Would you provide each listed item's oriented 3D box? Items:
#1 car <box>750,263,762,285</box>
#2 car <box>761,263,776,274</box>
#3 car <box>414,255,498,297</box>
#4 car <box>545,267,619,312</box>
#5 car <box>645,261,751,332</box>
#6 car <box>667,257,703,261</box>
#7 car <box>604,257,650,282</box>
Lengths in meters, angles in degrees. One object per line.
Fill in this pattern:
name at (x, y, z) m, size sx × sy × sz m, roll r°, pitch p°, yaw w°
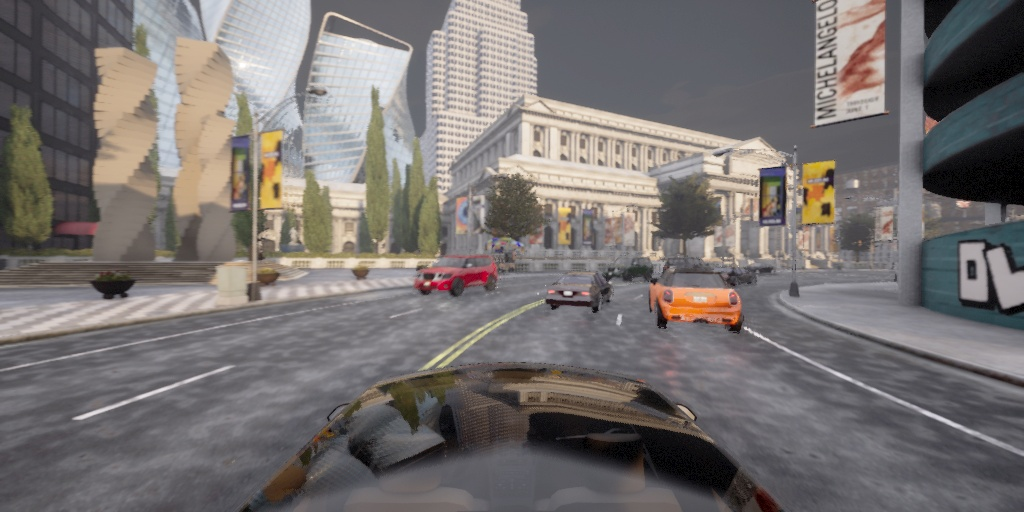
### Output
car at (16.527, 1.488, 27.057) m, size 5.357 × 1.411 × 2.033 m, roll 1°, pitch 0°, yaw -38°
car at (32.124, 1.617, 46.796) m, size 5.008 × 1.535 × 1.882 m, roll 1°, pitch 0°, yaw -24°
car at (-2.771, 0.952, 19.237) m, size 2.150 × 2.045 × 5.566 m, roll 0°, pitch 0°, yaw 26°
car at (2.890, 1.336, 14.590) m, size 2.033 × 1.411 × 5.357 m, roll 1°, pitch 0°, yaw 23°
car at (5.613, 1.167, 11.495) m, size 2.097 × 1.767 × 4.553 m, roll 1°, pitch 0°, yaw 18°
car at (14.965, 1.147, 30.167) m, size 5.566 × 2.045 × 2.150 m, roll 1°, pitch 0°, yaw -37°
car at (10.006, 1.095, 30.783) m, size 5.566 × 2.045 × 2.150 m, roll 1°, pitch 0°, yaw -41°
